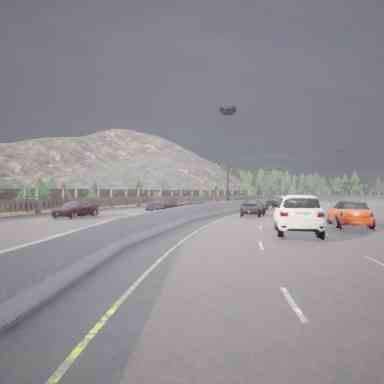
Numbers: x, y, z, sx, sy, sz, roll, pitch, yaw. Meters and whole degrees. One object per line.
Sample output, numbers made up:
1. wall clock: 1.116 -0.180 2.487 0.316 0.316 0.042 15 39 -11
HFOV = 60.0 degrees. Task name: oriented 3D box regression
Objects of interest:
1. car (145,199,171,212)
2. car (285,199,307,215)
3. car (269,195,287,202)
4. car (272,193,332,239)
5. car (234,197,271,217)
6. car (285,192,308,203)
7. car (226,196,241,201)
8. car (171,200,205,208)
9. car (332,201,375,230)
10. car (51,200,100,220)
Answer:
1. car: -3.306 1.547 37.412 2.033 1.411 5.357 0 0 21
2. car: 10.811 1.524 34.349 1.812 1.442 4.674 0 0 23
3. car: 18.510 1.443 71.546 1.812 1.442 4.674 0 0 42
4. car: 5.508 1.215 17.459 2.150 2.045 5.566 0 -1 12
5. car: 5.767 1.490 31.040 2.128 1.511 4.902 0 0 20
6. car: 22.120 1.123 70.269 2.150 2.045 5.566 0 0 45
7. car: 8.486 1.502 65.208 1.837 1.490 4.892 0 0 37
8. car: -0.003 1.546 36.274 2.033 1.411 5.357 0 0 21
9. car: 10.099 1.351 21.410 2.097 1.767 4.553 0 0 14
10. car: -9.904 1.477 28.550 1.882 1.535 5.008 0 0 16
